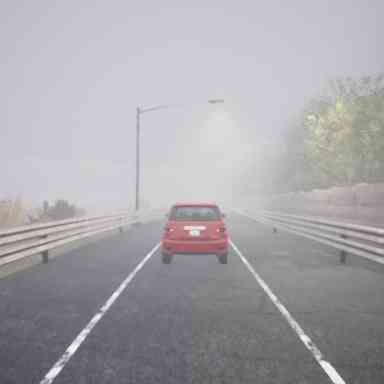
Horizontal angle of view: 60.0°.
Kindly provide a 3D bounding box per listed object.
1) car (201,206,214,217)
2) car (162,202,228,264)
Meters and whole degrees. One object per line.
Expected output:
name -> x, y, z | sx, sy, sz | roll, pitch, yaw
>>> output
car -> 2.437, 2.965, 51.271 | 1.812, 1.442, 4.674 | 0, -2, 4
car -> 0.141, 1.400, 12.727 | 2.150, 2.045, 5.566 | 0, -1, 1
